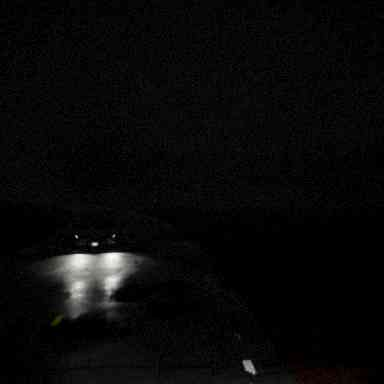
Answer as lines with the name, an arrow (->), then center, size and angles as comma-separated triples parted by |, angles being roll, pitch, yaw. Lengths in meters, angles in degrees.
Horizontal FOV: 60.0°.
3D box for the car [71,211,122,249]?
car -> -4.232, 1.578, 15.040 | 2.033, 1.411, 5.357 | 0, 0, -13
